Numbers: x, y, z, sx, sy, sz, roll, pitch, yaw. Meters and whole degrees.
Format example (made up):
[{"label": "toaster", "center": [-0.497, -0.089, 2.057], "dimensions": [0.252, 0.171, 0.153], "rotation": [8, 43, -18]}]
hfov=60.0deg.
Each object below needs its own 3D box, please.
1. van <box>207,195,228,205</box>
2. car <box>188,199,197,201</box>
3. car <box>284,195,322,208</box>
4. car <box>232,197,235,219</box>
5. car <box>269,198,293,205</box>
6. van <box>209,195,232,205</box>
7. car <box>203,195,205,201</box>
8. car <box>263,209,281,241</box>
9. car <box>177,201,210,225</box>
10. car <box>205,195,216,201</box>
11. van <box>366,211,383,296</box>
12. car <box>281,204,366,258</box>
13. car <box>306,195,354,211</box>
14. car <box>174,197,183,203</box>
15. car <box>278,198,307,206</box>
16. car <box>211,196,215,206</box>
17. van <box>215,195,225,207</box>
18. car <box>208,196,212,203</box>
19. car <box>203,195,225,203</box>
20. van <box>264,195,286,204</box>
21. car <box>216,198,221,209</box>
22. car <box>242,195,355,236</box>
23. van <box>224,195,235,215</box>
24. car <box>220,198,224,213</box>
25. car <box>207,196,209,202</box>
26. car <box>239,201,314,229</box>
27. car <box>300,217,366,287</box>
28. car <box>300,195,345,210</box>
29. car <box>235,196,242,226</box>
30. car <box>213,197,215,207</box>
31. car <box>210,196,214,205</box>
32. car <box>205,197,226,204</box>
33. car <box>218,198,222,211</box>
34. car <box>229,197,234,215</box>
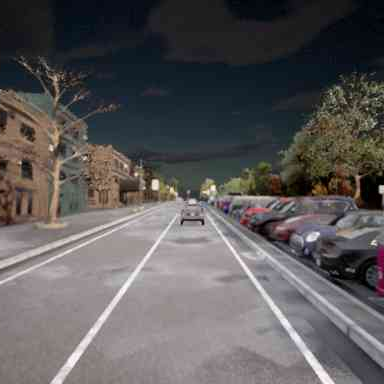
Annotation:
[{"label": "van", "center": [5.565, 1.732, 73.098], "dimensions": [4.442, 1.987, 1.878], "rotation": [0, 0, 0]}, {"label": "car", "center": [0.059, 1.754, 51.336], "dimensions": [1.812, 1.442, 4.674], "rotation": [0, 0, 0]}, {"label": "car", "center": [18.733, 1.568, 56.453], "dimensions": [5.566, 2.045, 2.435], "rotation": [0, 0, 0]}, {"label": "car", "center": [5.657, 1.515, 25.444], "dimensions": [4.553, 1.767, 2.185], "rotation": [0, 0, 0]}, {"label": "car", "center": [18.757, 1.976, 70.375], "dimensions": [4.674, 1.452, 2.002], "rotation": [0, 0, 0]}, {"label": "van", "center": [5.796, 1.684, 67.491], "dimensions": [4.442, 1.987, 1.878], "rotation": [0, 0, 0]}, {"label": "car", "center": [5.713, 1.758, 78.703], "dimensions": [5.566, 2.045, 2.435], "rotation": [0, -1, 0]}, {"label": "car", "center": [5.688, 1.620, 14.230], "dimensions": [4.674, 1.452, 2.002], "rotation": [0, 0, 0]}, {"label": "car", "center": [0.029, 1.622, 25.252], "dimensions": [2.033, 1.411, 5.357], "rotation": [0, 0, 0]}, {"label": "car", "center": [5.709, 1.610, 61.884], "dimensions": [5.566, 2.045, 2.435], "rotation": [0, 0, 0]}, {"label": "van", "center": [5.809, 1.310, 5.822], "dimensions": [4.442, 1.987, 1.878], "rotation": [0, 0, 0]}, {"label": "car", "center": [5.723, 1.440, 11.428], "dimensions": [4.553, 1.767, 2.185], "rotation": [0, 0, 0]}, {"label": "car", "center": [18.735, 1.498, 45.436], "dimensions": [5.566, 2.045, 2.435], "rotation": [0, 0, 0]}, {"label": "car", "center": [-3.161, 1.866, 77.252], "dimensions": [1.812, 1.442, 4.674], "rotation": [0, -1, 0]}, {"label": "car", "center": [18.731, 1.894, 62.019], "dimensions": [4.792, 1.488, 2.163], "rotation": [0, 0, 0]}, {"label": "car", "center": [5.869, 1.757, 47.869], "dimensions": [5.366, 1.575, 1.946], "rotation": [0, 0, 0]}, {"label": "van", "center": [5.568, 1.504, 42.264], "dimensions": [4.442, 1.987, 1.878], "rotation": [0, 0, 0]}, {"label": "car", "center": [5.653, 1.845, 56.277], "dimensions": [4.792, 1.488, 2.163], "rotation": [0, 0, 0]}, {"label": "car", "center": [5.724, 1.854, 87.112], "dimensions": [5.566, 2.045, 2.435], "rotation": [0, -1, 0]}, {"label": "van", "center": [18.878, 1.758, 75.949], "dimensions": [4.442, 1.987, 1.878], "rotation": [0, -1, 0]}, {"label": "car", "center": [5.656, 1.745, 39.459], "dimensions": [4.792, 1.488, 2.163], "rotation": [0, 0, 0]}, {"label": "car", "center": [5.662, 1.344, 17.035], "dimensions": [5.566, 2.045, 2.435], "rotation": [0, 0, 0]}, {"label": "van", "center": [5.571, 1.444, 31.051], "dimensions": [4.442, 1.987, 1.878], "rotation": [0, 0, 0]}, {"label": "car", "center": [5.681, 1.685, 33.853], "dimensions": [5.008, 1.535, 2.097], "rotation": [0, 0, 0]}, {"label": "car", "center": [5.677, 1.838, 59.075], "dimensions": [4.892, 1.521, 2.231], "rotation": [0, 0, 0]}, {"label": "car", "center": [5.658, 1.500, 22.641], "dimensions": [4.553, 1.767, 2.185], "rotation": [0, 0, 0]}, {"label": "car", "center": [5.686, 1.551, 8.624], "dimensions": [4.892, 1.521, 2.231], "rotation": [0, 0, 0]}, {"label": "car", "center": [18.734, 1.512, 48.097], "dimensions": [5.566, 2.045, 2.435], "rotation": [0, 0, 0]}, {"label": "car", "center": [5.661, 1.359, 19.838], "dimensions": [5.566, 2.045, 2.435], "rotation": [0, 0, 0]}, {"label": "car", "center": [5.713, 1.775, 45.066], "dimensions": [4.792, 1.488, 2.163], "rotation": [0, 0, 0]}, {"label": "car", "center": [5.678, 1.776, 50.669], "dimensions": [5.008, 1.535, 2.097], "rotation": [0, 0, 0]}, {"label": "car", "center": [5.694, 2.038, 81.505], "dimensions": [4.892, 1.521, 2.231], "rotation": [0, -1, 0]}, {"label": "car", "center": [5.657, 1.730, 36.656], "dimensions": [4.792, 1.488, 2.163], "rotation": [0, 0, 0]}, {"label": "car", "center": [5.719, 1.530, 28.247], "dimensions": [4.553, 1.767, 2.185], "rotation": [0, 0, 0]}]
